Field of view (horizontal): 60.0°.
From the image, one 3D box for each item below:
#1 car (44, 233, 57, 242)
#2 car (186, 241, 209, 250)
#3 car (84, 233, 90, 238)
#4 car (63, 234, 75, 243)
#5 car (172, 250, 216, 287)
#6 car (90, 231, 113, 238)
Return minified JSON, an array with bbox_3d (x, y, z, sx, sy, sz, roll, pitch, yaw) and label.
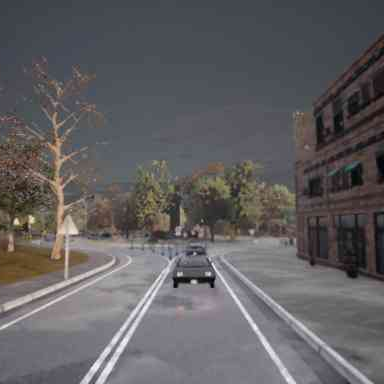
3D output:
[{"bbox_3d":[-26.258,8.509,61.986,1.837,1.490,4.892,1,-5,-12],"label":"car"},{"bbox_3d":[0.530,5.501,31.933,1.837,1.490,4.892,-1,-6,6],"label":"car"},{"bbox_3d":[-23.378,10.165,78.788,2.128,1.511,4.902,-3,-6,29],"label":"car"},{"bbox_3d":[-22.193,8.326,59.848,1.812,1.442,4.674,2,-6,-20],"label":"car"},{"bbox_3d":[0.085,3.786,16.322,1.895,1.301,4.718,0,-7,0],"label":"car"},{"bbox_3d":[-20.570,9.838,77.190,2.097,1.767,4.553,-3,-6,29],"label":"car"}]
